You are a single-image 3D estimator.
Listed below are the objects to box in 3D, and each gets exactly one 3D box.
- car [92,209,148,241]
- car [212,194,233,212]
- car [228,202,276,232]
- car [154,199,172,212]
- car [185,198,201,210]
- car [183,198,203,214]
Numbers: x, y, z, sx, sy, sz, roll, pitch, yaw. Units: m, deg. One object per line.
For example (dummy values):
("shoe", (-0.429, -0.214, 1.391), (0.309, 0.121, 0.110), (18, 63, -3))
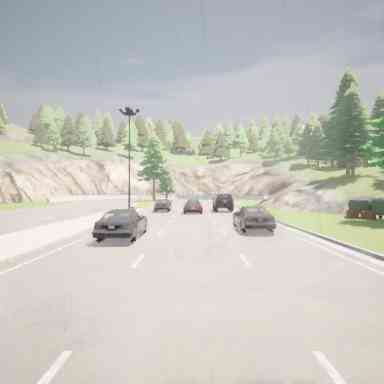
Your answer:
("car", (-3.395, 1.547, 16.529), (2.033, 1.411, 5.357), (0, 0, 0))
("car", (3.615, 1.220, 39.167), (2.150, 2.045, 5.566), (0, 0, 0))
("car", (3.606, 1.547, 19.956), (2.033, 1.411, 5.357), (0, 0, 0))
("car", (-3.386, 1.547, 39.080), (2.033, 1.411, 5.357), (0, 0, 0))
("car", (0.162, 1.547, 44.409), (2.033, 1.411, 5.357), (0, 0, 1))
("car", (0.108, 1.564, 35.160), (1.994, 1.385, 4.181), (0, 0, 0))
